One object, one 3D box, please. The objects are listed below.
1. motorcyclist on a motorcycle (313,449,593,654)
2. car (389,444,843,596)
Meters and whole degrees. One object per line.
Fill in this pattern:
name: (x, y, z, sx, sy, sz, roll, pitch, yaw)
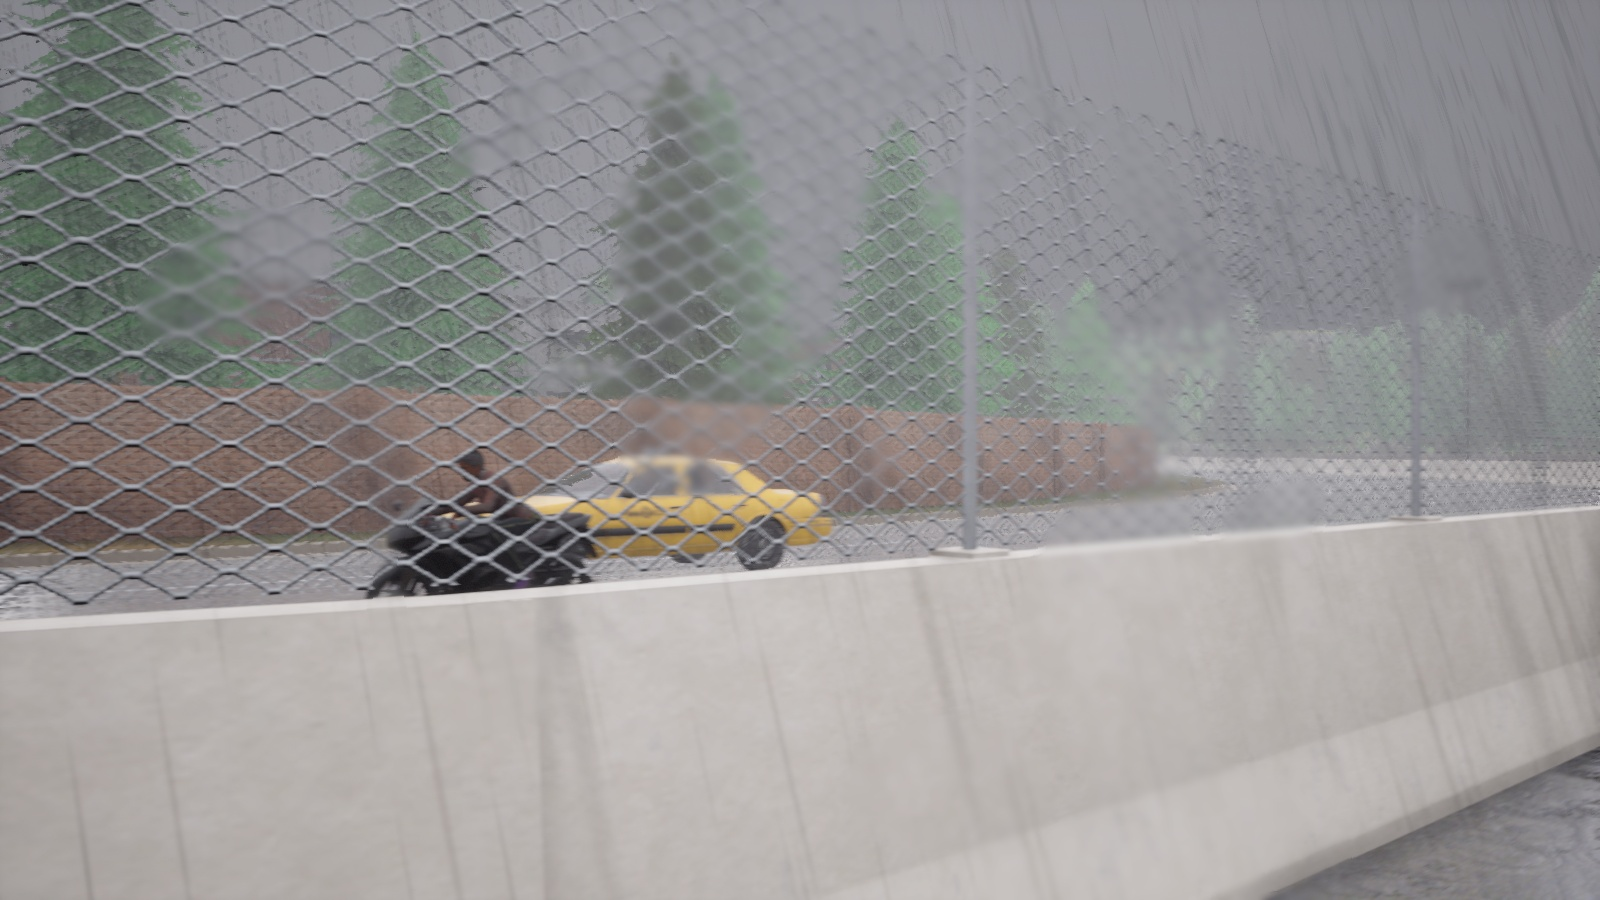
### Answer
motorcyclist on a motorcycle: (-2.806, 0.764, 10.280, 2.044, 1.523, 0.797, 0, -1, -38)
car: (-2.070, 0.734, 15.414, 5.366, 1.575, 1.801, 0, 0, -40)
